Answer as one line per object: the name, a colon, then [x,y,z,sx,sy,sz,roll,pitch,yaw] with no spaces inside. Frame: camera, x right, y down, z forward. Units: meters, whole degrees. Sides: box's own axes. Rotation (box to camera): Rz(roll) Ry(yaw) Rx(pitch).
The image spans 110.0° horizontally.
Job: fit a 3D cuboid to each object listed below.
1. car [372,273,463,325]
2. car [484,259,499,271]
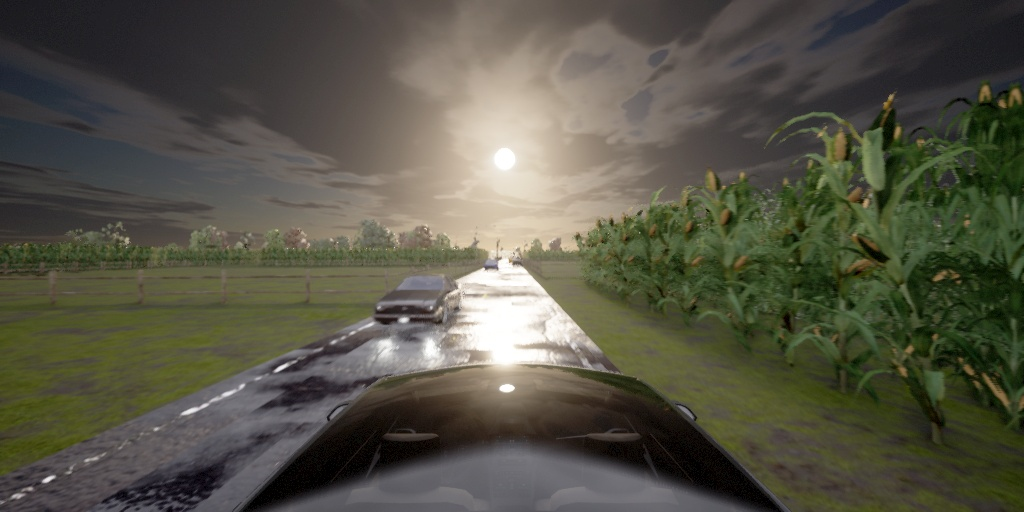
car: [-2.828,1.298,12.051,2.033,1.411,5.357,0,0,0]
car: [-2.781,1.219,49.408,1.882,1.535,5.008,0,0,0]
